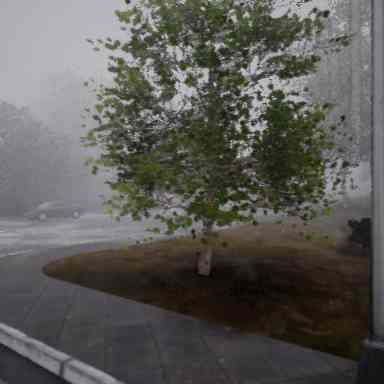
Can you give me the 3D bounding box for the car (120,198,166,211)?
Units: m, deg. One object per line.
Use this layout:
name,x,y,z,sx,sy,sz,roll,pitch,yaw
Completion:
car,-5.097,1.321,34.981,2.033,1.411,5.357,0,2,38

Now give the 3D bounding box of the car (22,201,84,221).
car,-11.209,1.494,27.138,1.837,1.490,4.892,0,1,38

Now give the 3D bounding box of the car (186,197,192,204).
car,1.059,0.953,42.860,1.994,1.385,4.181,0,3,38
